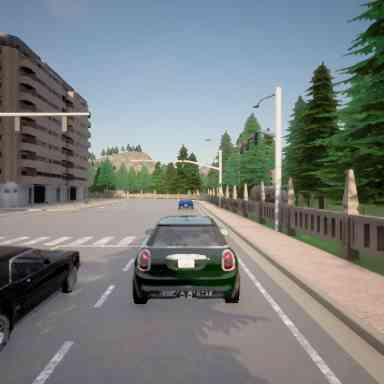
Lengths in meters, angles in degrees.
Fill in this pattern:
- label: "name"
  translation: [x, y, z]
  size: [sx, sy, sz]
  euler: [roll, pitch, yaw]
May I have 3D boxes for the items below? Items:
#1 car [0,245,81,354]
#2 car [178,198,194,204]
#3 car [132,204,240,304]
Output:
- label: "car"
  translation: [-3.542, 1.601, 5.873]
  size: [1.895, 1.301, 4.718]
  euler: [0, 0, -1]
- label: "car"
  translation: [-0.823, 1.478, 44.306]
  size: [1.882, 1.535, 5.008]
  euler: [0, 0, -1]
- label: "car"
  translation: [-0.122, 1.351, 8.291]
  size: [2.097, 1.767, 4.553]
  euler: [0, 0, 0]
